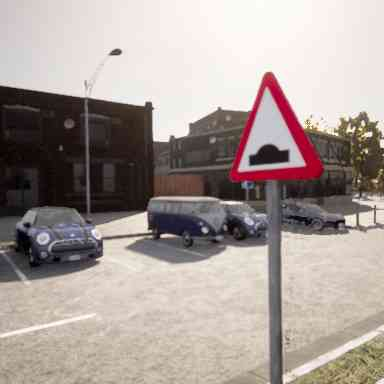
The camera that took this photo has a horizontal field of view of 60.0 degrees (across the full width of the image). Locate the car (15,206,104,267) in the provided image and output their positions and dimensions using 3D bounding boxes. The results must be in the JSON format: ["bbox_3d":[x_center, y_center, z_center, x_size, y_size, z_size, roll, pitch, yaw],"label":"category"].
[{"bbox_3d":[-4.745,1.341,11.607,2.185,1.767,4.553,-1,0,-35],"label":"car"}]

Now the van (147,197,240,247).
[{"bbox_3d":[-0.233,1.196,14.642,1.878,1.987,4.442,-1,0,-35],"label":"van"}]

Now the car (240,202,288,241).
[{"bbox_3d":[2.050,1.264,16.450,2.185,1.767,4.553,-1,0,-35],"label":"car"}]

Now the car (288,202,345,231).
[{"bbox_3d":[6.512,1.350,19.557,2.163,1.488,4.792,-1,1,-35],"label":"car"}]
